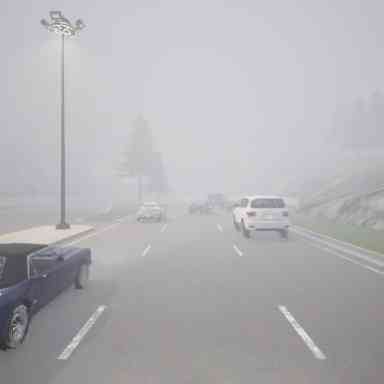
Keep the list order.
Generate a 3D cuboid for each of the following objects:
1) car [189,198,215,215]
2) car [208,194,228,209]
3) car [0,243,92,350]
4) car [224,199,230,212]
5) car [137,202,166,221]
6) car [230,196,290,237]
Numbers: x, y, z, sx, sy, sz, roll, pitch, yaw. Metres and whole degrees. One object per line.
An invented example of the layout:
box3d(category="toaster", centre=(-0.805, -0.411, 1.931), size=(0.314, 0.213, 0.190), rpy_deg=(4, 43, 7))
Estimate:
box3d(category="car", centre=(0.955, 1.601, 34.438), size=(1.895, 1.301, 4.718), rpy_deg=(0, 0, 9))
box3d(category="car", centre=(3.434, 1.221, 44.494), size=(2.150, 2.045, 5.566), rpy_deg=(0, 0, 16))
box3d(category="car", centre=(-3.397, 1.601, 6.149), size=(1.895, 1.301, 4.718), rpy_deg=(0, 0, 0))
box3d(category="car", centre=(5.306, 1.601, 38.317), size=(1.895, 1.301, 4.718), rpy_deg=(0, 0, 15))
box3d(category="car", centre=(-3.248, 1.525, 27.158), size=(1.812, 1.442, 4.674), rpy_deg=(0, 0, 2))
box3d(category="car", centre=(3.607, 1.221, 18.079), size=(2.150, 2.045, 5.566), rpy_deg=(0, 0, 0))
